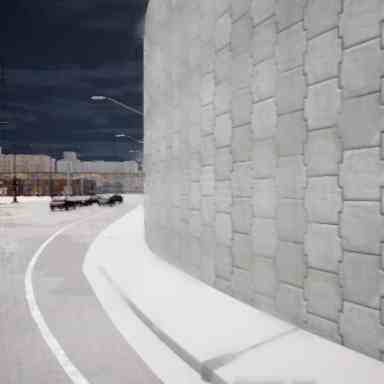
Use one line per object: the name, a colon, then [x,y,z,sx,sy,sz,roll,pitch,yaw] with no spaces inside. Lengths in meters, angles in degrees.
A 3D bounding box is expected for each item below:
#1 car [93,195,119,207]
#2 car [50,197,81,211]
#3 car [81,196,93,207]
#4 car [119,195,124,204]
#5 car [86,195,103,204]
car: [-11.949,1.258,46.673,2.128,1.511,4.902,0,0,-5]
car: [-14.618,1.316,37.866,2.128,1.511,4.902,0,0,-5]
car: [-15.514,1.375,47.211,1.895,1.301,4.718,0,0,-5]
car: [-12.908,1.215,57.046,1.837,1.490,4.892,0,0,-5]
car: [-16.316,1.291,55.894,1.994,1.385,4.181,0,0,-5]
